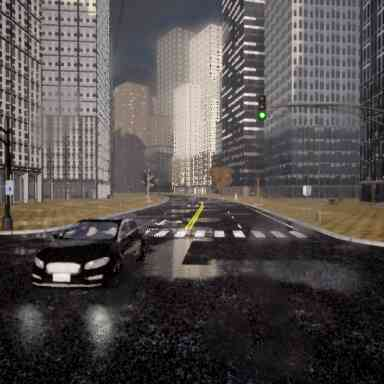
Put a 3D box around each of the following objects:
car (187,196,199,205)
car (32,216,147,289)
[{"bbox_3d":[0.220,1.336,57.844,2.033,1.411,5.357,0,0,1],"label":"car"},{"bbox_3d":[-2.539,1.478,9.302,2.128,1.511,4.902,0,1,4],"label":"car"}]
